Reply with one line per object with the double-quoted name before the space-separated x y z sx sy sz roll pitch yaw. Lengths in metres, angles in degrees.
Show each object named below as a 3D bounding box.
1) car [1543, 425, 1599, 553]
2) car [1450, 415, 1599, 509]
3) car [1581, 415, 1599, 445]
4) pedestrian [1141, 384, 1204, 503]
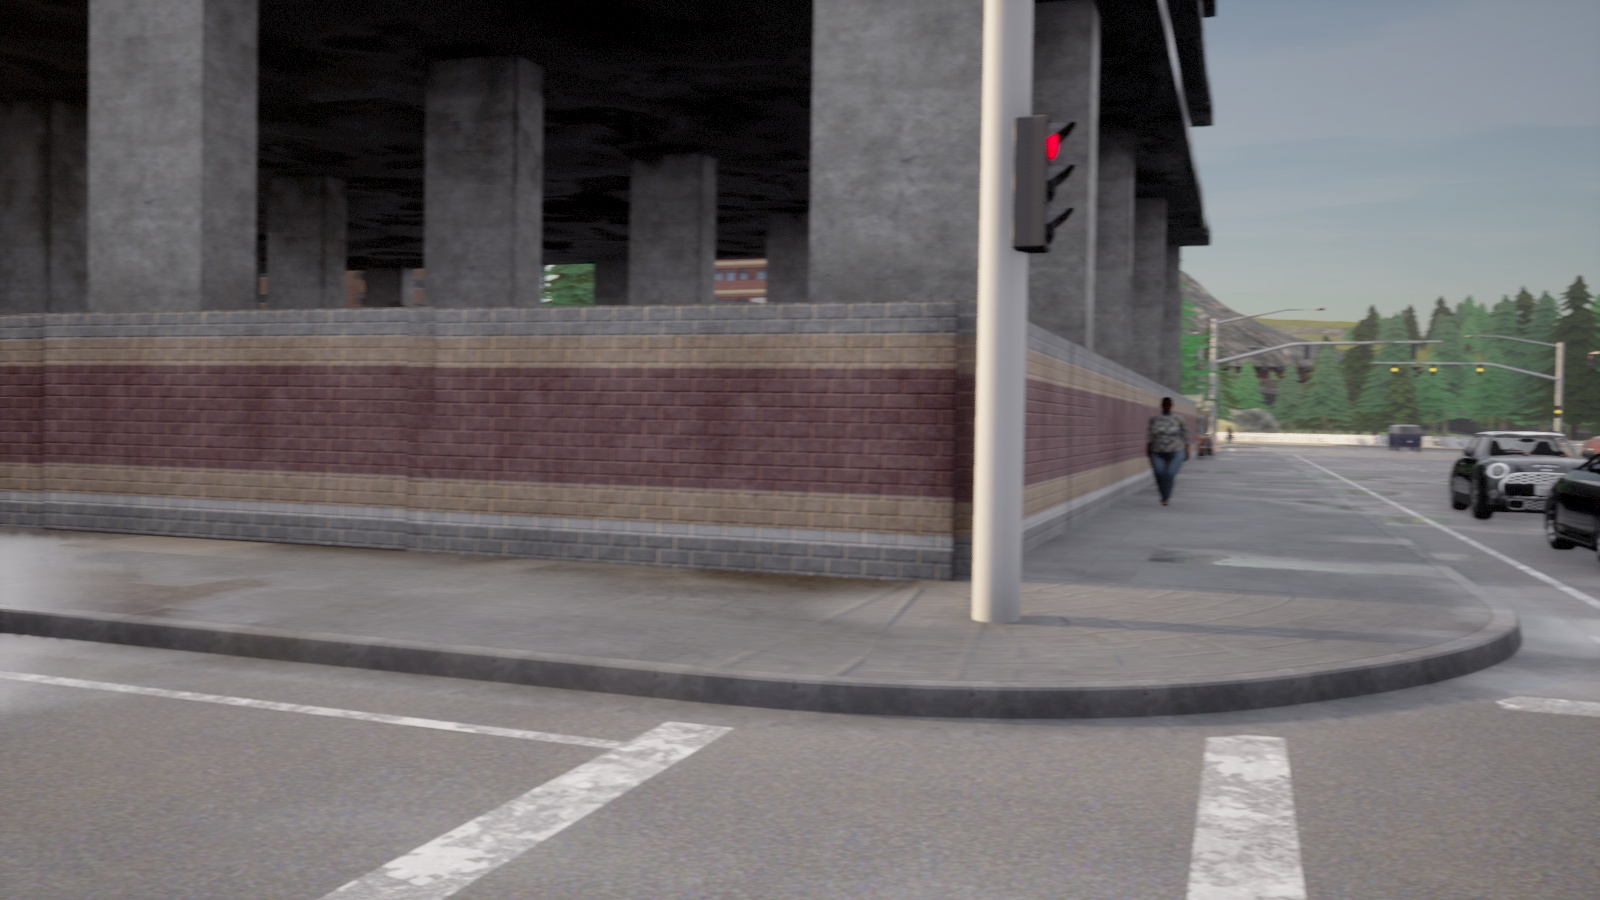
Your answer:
"car" 9.908 0.421 14.018 1.994 1.385 4.181 0 1 20
"car" 12.629 0.146 21.691 1.970 1.475 3.806 0 1 20
"car" 47.523 -1.145 71.312 5.027 1.651 2.152 0 1 -3
"pedestrian" 5.993 -0.118 20.186 0.874 1.855 0.900 1 1 23
